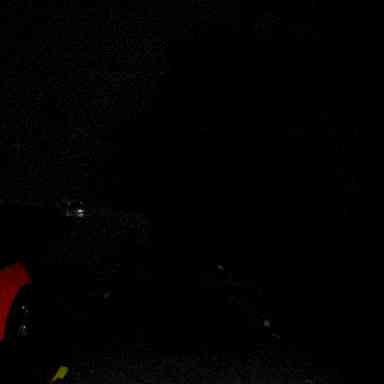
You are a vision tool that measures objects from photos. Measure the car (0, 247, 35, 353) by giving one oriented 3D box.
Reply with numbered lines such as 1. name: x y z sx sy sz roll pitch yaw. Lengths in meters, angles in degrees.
1. car: -3.373 1.364 3.214 2.097 1.767 4.553 0 0 -3

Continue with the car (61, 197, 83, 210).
1. car: -15.999 1.409 44.326 2.097 1.767 4.553 0 0 -32
